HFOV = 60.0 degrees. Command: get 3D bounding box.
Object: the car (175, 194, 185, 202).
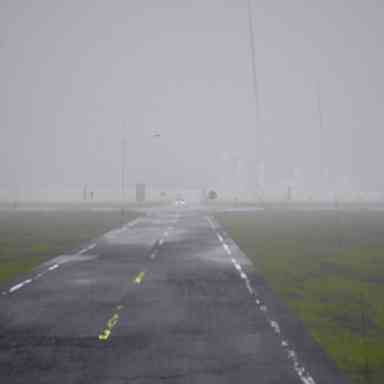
[{"bbox_3d":[-2.728,1.302,73.565,2.097,1.767,4.553,0,0,0],"label":"car"}]
